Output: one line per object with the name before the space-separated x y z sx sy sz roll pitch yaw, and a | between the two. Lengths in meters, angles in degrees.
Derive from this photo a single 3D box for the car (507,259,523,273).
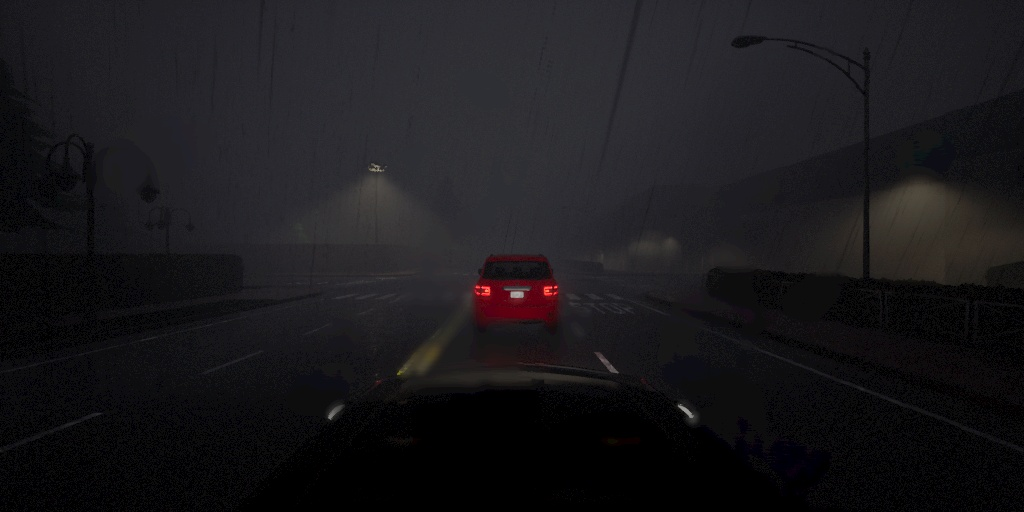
car | 0.352 1.228 45.608 1.882 1.535 5.008 0 0 1

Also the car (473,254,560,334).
car | 0.121 0.971 10.812 2.150 2.045 5.566 0 0 0
